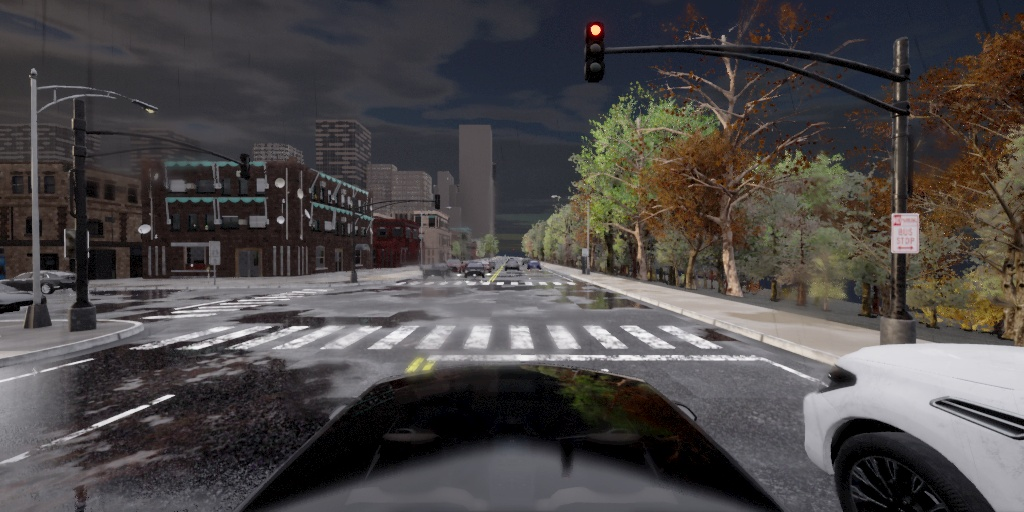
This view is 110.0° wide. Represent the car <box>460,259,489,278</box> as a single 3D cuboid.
[{"bbox_3d":[-3.438,1.287,33.875,2.033,1.411,5.357,0,0,-4],"label":"car"}]

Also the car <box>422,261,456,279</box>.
[{"bbox_3d":[-6.670,1.341,32.486,1.895,1.301,4.718,0,0,0],"label":"car"}]

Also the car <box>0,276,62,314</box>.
[{"bbox_3d":[-19.971,1.565,13.138,4.313,1.339,1.948,0,0,0],"label":"car"}]

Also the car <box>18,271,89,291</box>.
[{"bbox_3d":[-28.321,1.559,21.633,4.403,1.370,2.007,0,0,0],"label":"car"}]

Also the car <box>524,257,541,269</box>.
[{"bbox_3d":[3.242,1.257,53.885,1.812,1.442,4.674,0,0,0],"label":"car"}]

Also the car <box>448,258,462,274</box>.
[{"bbox_3d":[-6.672,1.088,41.571,2.097,1.767,4.553,0,0,0],"label":"car"}]

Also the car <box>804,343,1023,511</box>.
[{"bbox_3d":[3.355,0.972,0.382,2.150,2.045,5.566,0,0,0],"label":"car"}]

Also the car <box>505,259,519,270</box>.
[{"bbox_3d":[-0.005,1.296,52.235,1.994,1.385,4.181,0,0,0],"label":"car"}]

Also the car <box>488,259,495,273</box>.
[{"bbox_3d":[-3.424,1.261,43.338,1.812,1.442,4.674,0,0,0],"label":"car"}]
